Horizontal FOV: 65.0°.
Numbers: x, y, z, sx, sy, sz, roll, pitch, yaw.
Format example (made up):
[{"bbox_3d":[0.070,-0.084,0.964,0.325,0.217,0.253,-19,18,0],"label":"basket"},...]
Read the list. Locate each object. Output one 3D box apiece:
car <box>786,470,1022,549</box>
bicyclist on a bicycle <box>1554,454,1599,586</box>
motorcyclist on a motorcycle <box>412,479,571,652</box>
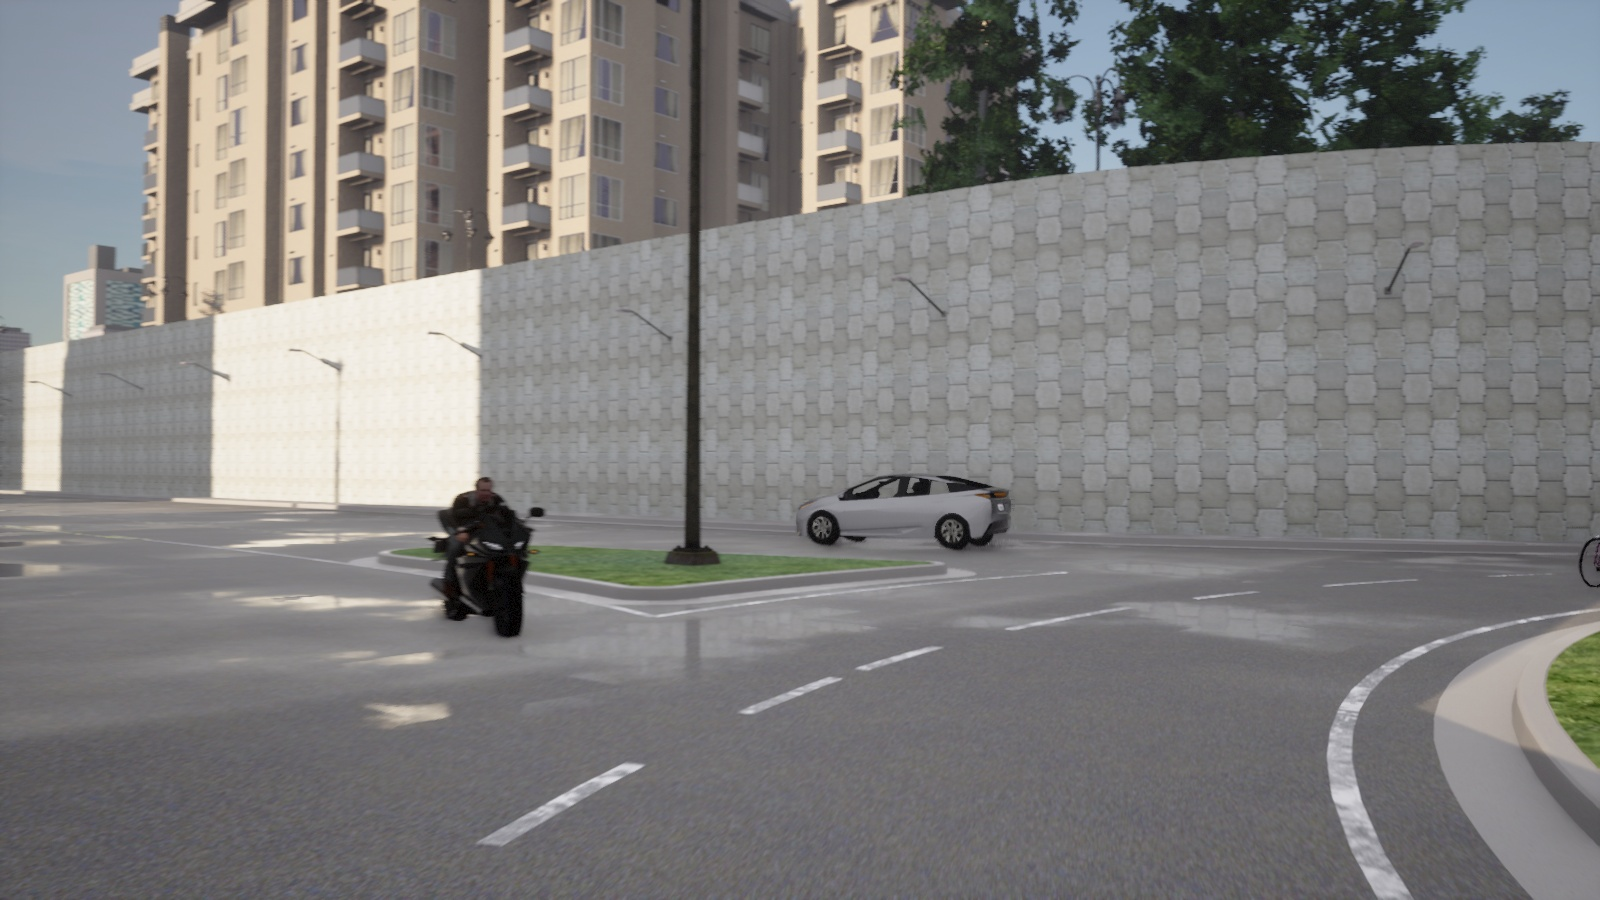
[{"bbox_3d":[2.170,1.200,26.399,4.514,1.525,2.007,-1,-1,26],"label":"car"},{"bbox_3d":[11.500,0.953,17.555,1.843,1.776,0.659,0,0,-22],"label":"bicyclist on a bicycle"},{"bbox_3d":[-3.097,1.066,12.426,0.866,1.530,2.191,0,-1,-32],"label":"motorcyclist on a motorcycle"}]
